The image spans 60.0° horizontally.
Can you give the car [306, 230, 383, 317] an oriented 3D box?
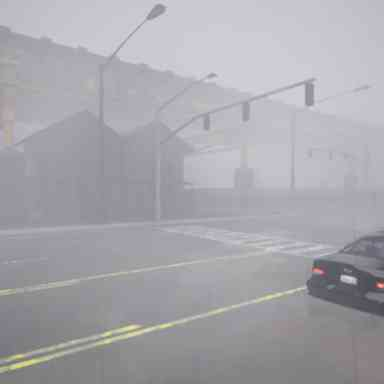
[{"bbox_3d":[4.712,1.536,7.122,5.357,1.411,2.033,0,0,-35],"label":"car"}]
